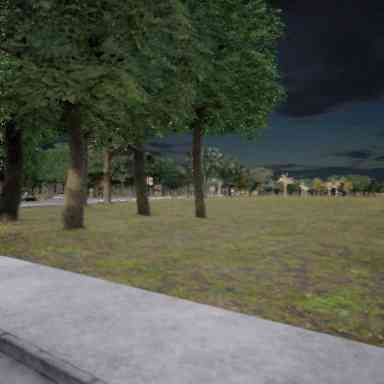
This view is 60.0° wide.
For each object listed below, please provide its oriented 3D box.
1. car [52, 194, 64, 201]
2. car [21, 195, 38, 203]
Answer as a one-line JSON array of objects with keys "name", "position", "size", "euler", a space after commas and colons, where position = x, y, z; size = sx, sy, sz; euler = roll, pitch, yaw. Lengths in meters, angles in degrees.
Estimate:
[{"name": "car", "position": [-31.311, 1.270, 79.015], "size": [1.812, 1.442, 4.674], "euler": [0, 0, 13]}, {"name": "car", "position": [-31.521, 1.222, 63.079], "size": [1.882, 1.535, 5.008], "euler": [0, 0, 13]}]
